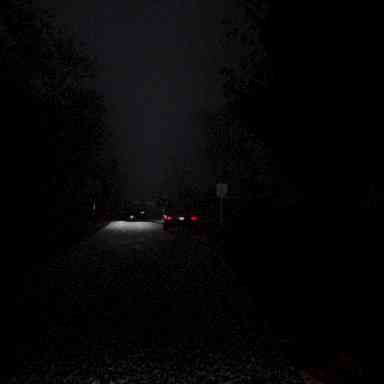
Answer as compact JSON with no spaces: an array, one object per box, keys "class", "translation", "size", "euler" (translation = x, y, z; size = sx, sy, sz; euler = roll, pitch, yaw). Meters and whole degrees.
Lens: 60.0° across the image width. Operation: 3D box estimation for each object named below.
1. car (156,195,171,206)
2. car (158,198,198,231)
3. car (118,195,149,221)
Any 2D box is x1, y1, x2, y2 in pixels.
[{"class":"car","translation":[-3.314,1.087,40.315],"size":[1.812,1.442,4.674],"euler":[1,0,-9]},{"class":"car","translation":[-0.718,1.334,19.120],"size":[2.033,1.411,5.357],"euler":[1,1,-5]},{"class":"car","translation":[-4.131,1.197,24.124],"size":[2.033,1.411,5.357],"euler":[1,1,-6]}]
